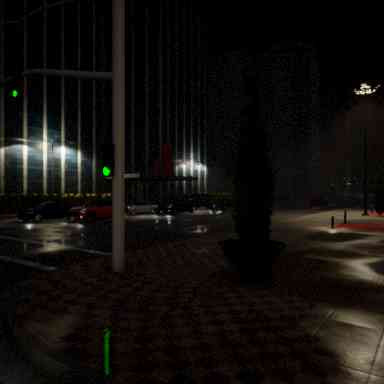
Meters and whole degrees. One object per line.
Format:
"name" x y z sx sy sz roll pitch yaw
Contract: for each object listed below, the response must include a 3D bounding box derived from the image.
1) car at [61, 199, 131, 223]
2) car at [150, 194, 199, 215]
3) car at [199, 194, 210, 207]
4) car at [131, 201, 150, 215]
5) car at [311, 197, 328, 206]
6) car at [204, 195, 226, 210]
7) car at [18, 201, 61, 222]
"car" -7.400 1.358 25.952 2.097 1.767 4.553 0 0 35
"car" -1.711 1.358 34.113 2.097 1.767 4.553 0 0 35
"car" 0.559 1.229 43.472 2.150 2.045 5.566 0 0 35
"car" -5.573 1.608 34.699 1.895 1.301 4.718 0 0 35
"car" 20.509 1.509 53.416 1.837 1.490 4.892 0 0 35
"car" 4.129 1.498 42.470 2.128 1.511 4.902 0 0 35
"car" -11.236 1.485 26.574 1.882 1.535 5.008 0 0 35
